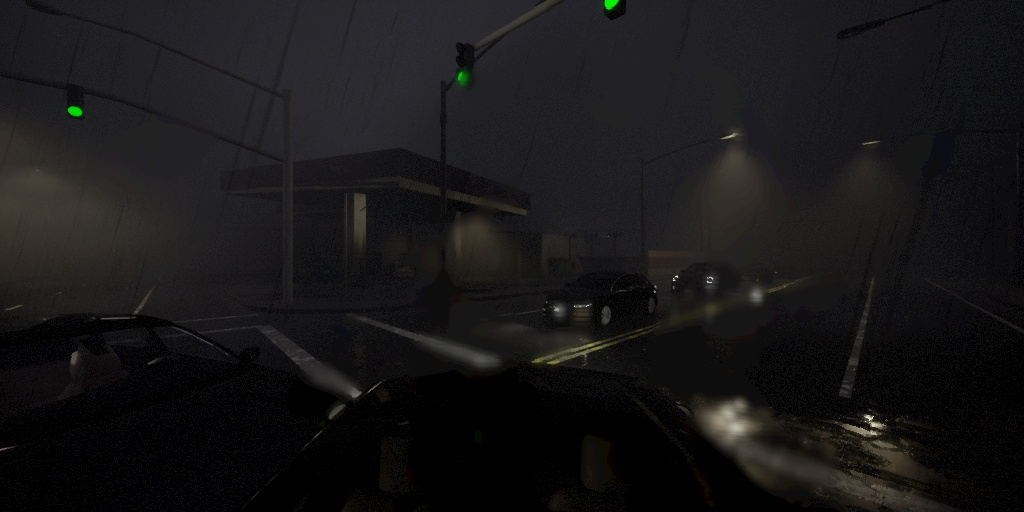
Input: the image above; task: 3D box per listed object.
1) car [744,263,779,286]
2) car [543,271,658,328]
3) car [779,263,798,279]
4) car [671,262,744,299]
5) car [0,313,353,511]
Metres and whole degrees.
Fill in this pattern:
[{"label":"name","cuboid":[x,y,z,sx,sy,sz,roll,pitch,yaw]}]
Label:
[{"label":"car","cuboid":[16.947,1.314,25.181,1.994,1.385,4.181,0,0,45]},{"label":"car","cuboid":[3.018,1.255,11.590,4.892,1.490,1.837,0,0,-45]},{"label":"car","cuboid":[24.163,1.314,32.149,4.181,1.385,1.994,0,0,-44]},{"label":"car","cuboid":[9.938,1.102,18.353,4.553,1.767,2.097,0,0,-44]},{"label":"car","cuboid":[-3.390,1.242,2.647,4.902,1.511,2.128,0,0,16]}]
